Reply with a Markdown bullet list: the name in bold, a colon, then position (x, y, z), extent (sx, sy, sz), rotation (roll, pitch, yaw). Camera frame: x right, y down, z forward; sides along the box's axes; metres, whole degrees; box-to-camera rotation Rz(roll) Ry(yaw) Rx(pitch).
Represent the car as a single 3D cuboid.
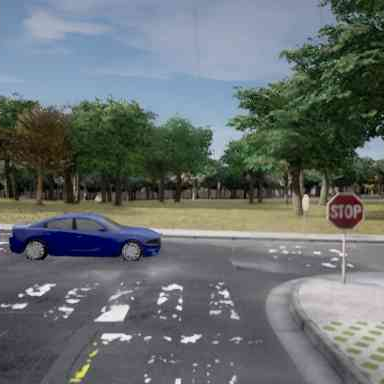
- **car**: position (-3.578, 1.498, 11.555), extent (5.008, 1.535, 1.882), rotation (2, 1, -2)
